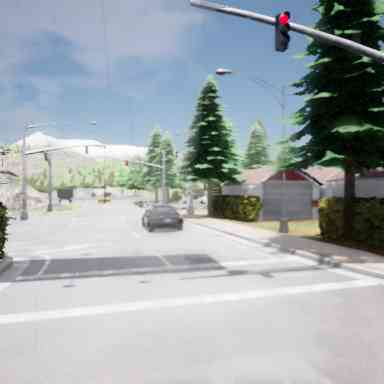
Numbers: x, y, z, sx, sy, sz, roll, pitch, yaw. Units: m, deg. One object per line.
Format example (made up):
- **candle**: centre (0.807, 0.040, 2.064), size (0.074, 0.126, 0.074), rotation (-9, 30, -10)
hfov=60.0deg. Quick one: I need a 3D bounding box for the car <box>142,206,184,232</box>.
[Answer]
- **car**: centre (-1.825, 1.504, 20.111), size (1.994, 1.385, 4.181), rotation (-1, 1, -15)
